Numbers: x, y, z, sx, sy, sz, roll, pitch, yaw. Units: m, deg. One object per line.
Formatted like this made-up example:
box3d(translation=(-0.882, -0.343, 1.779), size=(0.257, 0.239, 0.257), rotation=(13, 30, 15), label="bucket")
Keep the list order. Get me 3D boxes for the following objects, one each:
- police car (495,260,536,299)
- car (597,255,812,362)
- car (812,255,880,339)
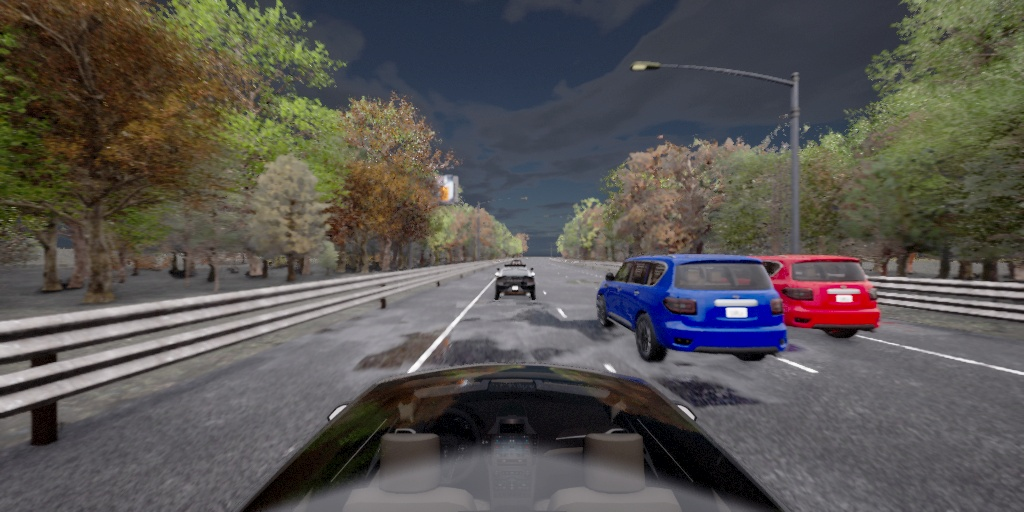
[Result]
box3d(translation=(0.165, 1.223, 18.499), size=(1.930, 1.638, 5.238), rotation=(0, 0, 0), label="police car")
box3d(translation=(3.597, 0.995, 8.404), size=(2.150, 2.045, 5.566), rotation=(0, 0, 0), label="car")
box3d(translation=(7.104, 1.004, 10.332), size=(2.150, 2.045, 5.566), rotation=(0, 0, 0), label="car")
